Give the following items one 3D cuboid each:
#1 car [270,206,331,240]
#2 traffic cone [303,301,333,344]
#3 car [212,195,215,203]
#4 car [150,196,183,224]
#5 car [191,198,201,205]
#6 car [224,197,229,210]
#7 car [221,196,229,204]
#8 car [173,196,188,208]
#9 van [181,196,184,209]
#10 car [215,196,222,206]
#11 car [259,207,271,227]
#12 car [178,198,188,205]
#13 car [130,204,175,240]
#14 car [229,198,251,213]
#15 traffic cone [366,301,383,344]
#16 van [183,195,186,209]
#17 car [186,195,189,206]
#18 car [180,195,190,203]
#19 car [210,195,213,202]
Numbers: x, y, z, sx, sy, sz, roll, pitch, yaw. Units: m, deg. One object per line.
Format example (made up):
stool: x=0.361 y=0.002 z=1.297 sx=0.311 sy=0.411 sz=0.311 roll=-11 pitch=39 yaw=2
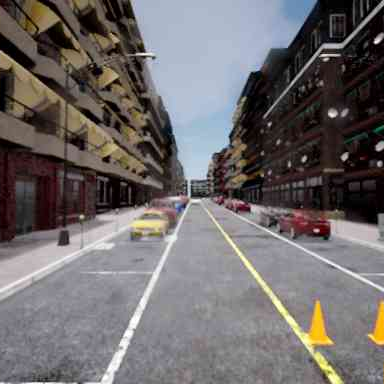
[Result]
car: x=5.774 y=1.649 z=17.594 sx=1.887 sy=1.381 sz=4.507 roll=2 pitch=0 yaw=0
traffic cone: x=1.951 y=1.986 z=5.156 sx=0.340 sy=0.580 sz=0.340 roll=0 pitch=0 yaw=0
car: x=6.045 y=1.860 z=72.903 sx=1.967 sy=1.590 sz=4.097 roll=2 pitch=0 yaw=0
car: x=-2.067 y=1.398 z=23.233 sx=2.192 sy=1.841 sz=5.009 roll=2 pitch=0 yaw=0
car: x=0.709 y=1.871 z=66.775 sx=1.812 sy=1.442 sz=4.674 roll=0 pitch=0 yaw=0
car: x=5.926 y=1.787 z=45.247 sx=1.887 sy=1.381 sz=4.507 roll=2 pitch=0 yaw=0
car: x=5.967 y=1.715 z=50.779 sx=1.967 sy=1.590 sz=4.097 roll=2 pitch=0 yaw=0
car: x=-1.887 y=1.579 z=56.413 sx=2.192 sy=1.841 sz=5.009 roll=2 pitch=0 yaw=0
van: x=-2.008 y=1.476 z=34.291 sx=1.690 sy=1.788 sz=3.998 roll=2 pitch=0 yaw=0
car: x=5.989 y=1.659 z=61.841 sx=2.192 sy=1.841 sz=5.009 roll=2 pitch=0 yaw=0
car: x=5.804 y=1.679 z=23.125 sx=2.008 sy=1.369 sz=4.403 roll=2 pitch=0 yaw=0
car: x=-1.834 y=1.902 z=67.474 sx=1.947 sy=1.339 sz=4.313 roll=2 pitch=0 yaw=0
car: x=-2.105 y=1.583 z=17.531 sx=1.752 sy=1.417 sz=4.829 roll=2 pitch=0 yaw=0
car: x=5.896 y=1.756 z=39.717 sx=1.887 sy=1.381 sz=4.507 roll=2 pitch=0 yaw=0
traffic cone: x=2.951 y=1.992 z=5.151 sx=0.340 sy=0.580 sz=0.340 roll=0 pitch=0 yaw=0
van: x=-1.978 y=1.507 z=39.823 sx=1.690 sy=1.788 sz=3.998 roll=2 pitch=0 yaw=0
car: x=-1.917 y=1.545 z=50.883 sx=2.192 sy=1.841 sz=5.009 roll=2 pitch=0 yaw=0
car: x=-1.737 y=1.774 z=84.065 sx=2.192 sy=1.841 sz=5.009 roll=2 pitch=0 yaw=0
car: x=6.102 y=2.086 z=83.965 sx=1.802 sy=1.307 sz=4.206 roll=2 pitch=0 yaw=0
